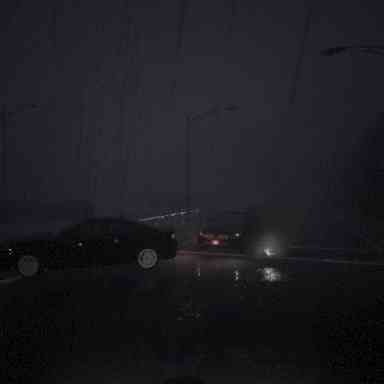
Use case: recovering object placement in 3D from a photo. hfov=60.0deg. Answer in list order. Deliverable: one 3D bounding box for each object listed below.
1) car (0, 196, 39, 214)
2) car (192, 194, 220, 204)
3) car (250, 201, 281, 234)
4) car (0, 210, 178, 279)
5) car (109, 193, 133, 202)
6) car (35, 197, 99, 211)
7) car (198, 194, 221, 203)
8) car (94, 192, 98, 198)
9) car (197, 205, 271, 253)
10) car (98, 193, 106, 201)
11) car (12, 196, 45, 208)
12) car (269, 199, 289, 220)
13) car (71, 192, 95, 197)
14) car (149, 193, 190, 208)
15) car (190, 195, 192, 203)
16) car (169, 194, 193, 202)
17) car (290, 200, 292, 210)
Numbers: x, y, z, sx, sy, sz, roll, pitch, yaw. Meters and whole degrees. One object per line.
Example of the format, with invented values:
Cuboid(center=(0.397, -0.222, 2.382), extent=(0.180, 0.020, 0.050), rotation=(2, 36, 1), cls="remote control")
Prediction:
Cuboid(center=(-15.152, 1.355, 29.404), extent=(3.806, 1.475, 1.970), rotation=(0, 0, 18), cls="car")
Cuboid(center=(1.591, 1.124, 56.802), extent=(5.027, 1.636, 2.152), rotation=(0, 0, 18), cls="car")
Cuboid(center=(3.934, 1.489, 19.327), extent=(1.837, 1.490, 4.892), rotation=(0, 0, 19), cls="car")
Cuboid(center=(-2.920, 1.475, 9.917), extent=(5.008, 1.535, 1.882), rotation=(0, 0, -19), cls="car")
Cuboid(center=(-13.887, 1.045, 65.314), extent=(4.605, 1.855, 1.932), rotation=(0, 0, 18), cls="car")
Cuboid(center=(-9.067, 1.355, 24.216), extent=(3.633, 1.501, 1.845), rotation=(0, 0, 18), cls="car")
Cuboid(center=(3.328, 1.201, 62.988), extent=(3.806, 1.475, 1.970), rotation=(0, 0, 18), cls="car")
Cuboid(center=(-21.937, 1.297, 67.978), extent=(3.806, 1.475, 1.970), rotation=(0, 0, 18), cls="car")
Cuboid(center=(1.794, 1.514, 13.916), extent=(1.812, 1.442, 4.674), rotation=(0, 0, 24), cls="car")
Cuboid(center=(-20.299, 1.013, 70.935), extent=(3.866, 1.878, 1.905), rotation=(0, 0, 18), cls="car")
Cuboid(center=(-21.752, 1.273, 44.273), extent=(3.633, 1.501, 1.845), rotation=(0, 0, 18), cls="car")
Cuboid(center=(5.838, 1.474, 24.975), extent=(2.128, 1.511, 4.902), rotation=(0, 0, 19), cls="car")
Cuboid(center=(-18.529, 1.248, 53.732), extent=(4.514, 1.523, 2.007), rotation=(0, 0, 18), cls="car")
Cuboid(center=(-3.018, 1.073, 41.788), extent=(4.605, 1.855, 1.932), rotation=(0, 0, 18), cls="car")
Cuboid(center=(-2.484, 1.052, 44.674), extent=(3.866, 1.878, 1.905), rotation=(0, 0, 18), cls="car")
Cuboid(center=(-2.187, 1.256, 68.705), extent=(4.514, 1.523, 2.007), rotation=(0, 0, 18), cls="car")
Cuboid(center=(11.975, 1.540, 43.231), extent=(1.994, 1.385, 4.181), rotation=(0, 0, 19), cls="car")
